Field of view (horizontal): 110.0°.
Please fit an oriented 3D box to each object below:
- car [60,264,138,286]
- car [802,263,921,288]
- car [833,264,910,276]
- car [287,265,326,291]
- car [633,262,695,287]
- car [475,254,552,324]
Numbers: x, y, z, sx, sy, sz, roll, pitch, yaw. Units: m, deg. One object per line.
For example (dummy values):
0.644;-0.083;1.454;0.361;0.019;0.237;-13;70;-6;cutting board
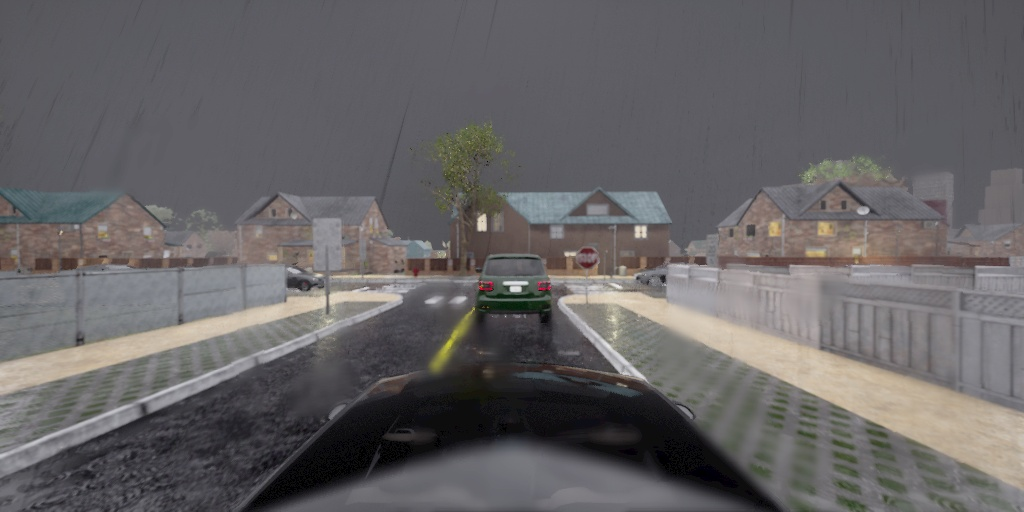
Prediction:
-23.577;1.218;21.257;5.008;1.535;1.882;0;1;2;car
21.917;1.215;22.668;5.357;1.411;2.033;0;1;2;car
20.331;1.307;19.775;4.181;1.385;1.994;0;1;2;car
-13.102;1.271;20.901;4.674;1.442;1.812;0;1;2;car
10.380;1.161;23.056;4.902;1.511;2.128;0;1;2;car
-0.053;0.951;11.999;2.150;2.045;5.566;0;0;-3;car
